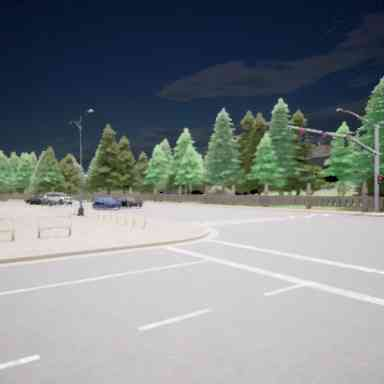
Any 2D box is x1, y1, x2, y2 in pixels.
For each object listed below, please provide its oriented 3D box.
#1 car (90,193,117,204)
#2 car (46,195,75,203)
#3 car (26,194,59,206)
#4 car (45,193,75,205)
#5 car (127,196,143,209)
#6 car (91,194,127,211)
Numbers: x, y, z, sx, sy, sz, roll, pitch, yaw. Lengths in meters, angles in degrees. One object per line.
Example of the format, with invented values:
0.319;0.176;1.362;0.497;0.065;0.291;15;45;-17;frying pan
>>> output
-15.625;1.146;58.626;4.553;1.767;2.097;0;0;31;car
-24.789;1.335;62.872;4.892;1.490;1.837;0;0;15;car
-23.242;1.412;51.043;4.892;1.490;1.837;0;0;25;car
-21.711;1.159;54.189;5.566;2.045;2.150;0;0;25;car
-8.074;1.294;42.470;1.882;1.535;5.008;0;0;-38;car
-9.999;1.319;39.272;1.882;1.535;5.008;0;0;-37;car
